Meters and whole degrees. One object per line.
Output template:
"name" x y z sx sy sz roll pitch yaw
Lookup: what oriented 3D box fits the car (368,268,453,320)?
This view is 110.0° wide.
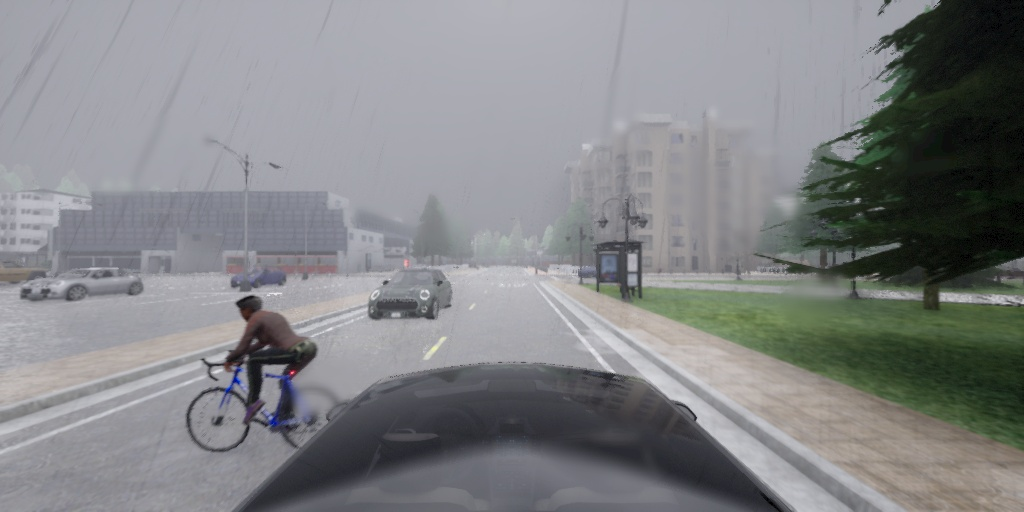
"car" -3.535 1.250 13.256 2.097 1.767 4.553 0 -1 1

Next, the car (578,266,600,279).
"car" 9.386 1.725 37.905 4.674 1.442 1.812 0 -1 -3

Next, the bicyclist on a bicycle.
"bicyclist on a bicycle" -2.552 1.228 3.707 1.656 1.620 0.582 -1 -1 0
